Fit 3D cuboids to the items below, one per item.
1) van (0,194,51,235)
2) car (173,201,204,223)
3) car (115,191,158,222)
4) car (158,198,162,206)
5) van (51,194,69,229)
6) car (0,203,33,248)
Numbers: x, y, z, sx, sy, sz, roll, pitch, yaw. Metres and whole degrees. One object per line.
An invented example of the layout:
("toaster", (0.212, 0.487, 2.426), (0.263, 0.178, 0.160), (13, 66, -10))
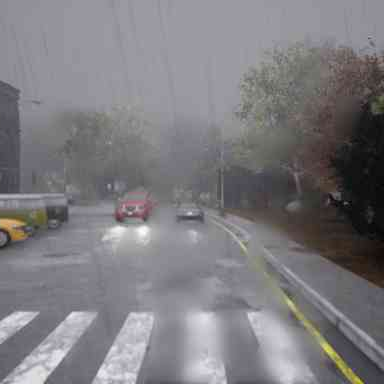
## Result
("van", (-9.379, 1.146, 16.023), (4.442, 1.987, 1.878), (-1, 1, -21))
("car", (-0.305, 1.333, 23.632), (1.994, 1.385, 4.181), (0, 1, -5))
("car", (-4.008, 0.979, 24.279), (2.150, 2.045, 5.566), (0, 1, 0))
("car", (-5.242, 1.056, 41.469), (1.994, 1.385, 4.181), (0, 1, -28))
("van", (-9.410, 1.099, 19.023), (4.442, 1.987, 1.878), (-1, 1, -21))
("car", (-9.244, 1.415, 13.079), (5.008, 1.535, 2.097), (-1, 0, -20))
